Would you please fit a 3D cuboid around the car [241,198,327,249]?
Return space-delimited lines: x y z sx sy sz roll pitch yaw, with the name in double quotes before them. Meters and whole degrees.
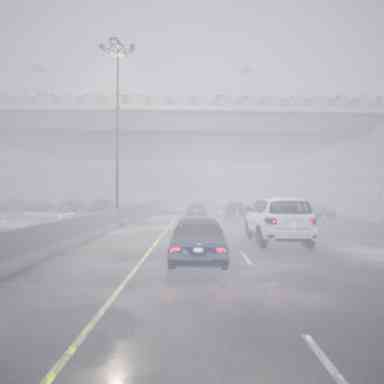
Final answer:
"car" 3.746 1.258 14.829 2.150 2.045 5.566 0 0 1

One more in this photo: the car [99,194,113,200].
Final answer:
"car" -20.177 1.208 78.118 1.994 1.385 4.181 0 0 1

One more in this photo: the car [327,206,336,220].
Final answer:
"car" 10.907 1.689 29.519 1.895 1.301 4.718 0 0 1

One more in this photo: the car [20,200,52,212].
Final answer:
"car" -17.187 1.554 37.800 1.994 1.385 4.181 0 0 1

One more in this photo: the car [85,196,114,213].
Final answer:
"car" -10.187 1.523 37.904 1.837 1.490 4.892 0 0 1

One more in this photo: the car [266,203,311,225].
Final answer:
"car" 7.361 1.617 26.087 2.033 1.411 5.357 0 0 1

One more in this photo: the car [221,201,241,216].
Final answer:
"car" 3.926 1.569 31.225 1.837 1.490 4.892 0 0 1

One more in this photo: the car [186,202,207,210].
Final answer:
"car" 0.432 1.614 31.747 1.994 1.385 4.181 0 0 1

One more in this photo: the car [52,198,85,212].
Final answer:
"car" -13.682 1.497 38.216 2.128 1.511 4.902 0 0 1

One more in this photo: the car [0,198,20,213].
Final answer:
"car" -20.688 1.454 37.679 1.882 1.535 5.008 0 0 1

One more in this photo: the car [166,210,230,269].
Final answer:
"car" 0.196 1.566 11.163 2.033 1.411 5.357 0 0 1
